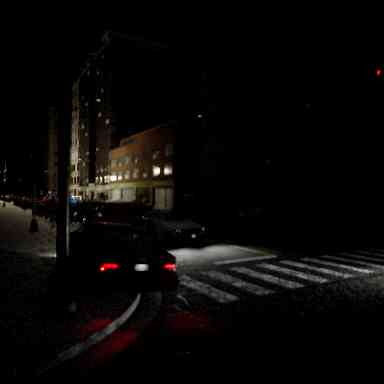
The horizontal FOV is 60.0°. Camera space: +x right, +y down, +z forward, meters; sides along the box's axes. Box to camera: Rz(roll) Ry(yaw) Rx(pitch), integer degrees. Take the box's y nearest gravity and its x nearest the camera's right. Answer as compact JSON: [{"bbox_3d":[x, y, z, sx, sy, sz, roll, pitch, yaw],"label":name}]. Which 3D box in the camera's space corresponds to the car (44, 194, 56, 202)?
[{"bbox_3d":[-35.111,1.556,82.176,2.192,1.841,5.009,1,-1,-31],"label":"car"}]

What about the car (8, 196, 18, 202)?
[{"bbox_3d":[-41.879,1.678,77.834,1.752,1.417,4.829,1,-1,-31],"label":"car"}]

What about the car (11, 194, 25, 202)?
[{"bbox_3d":[-30.102,1.438,58.612,2.192,1.841,5.009,1,-1,-31],"label":"car"}]

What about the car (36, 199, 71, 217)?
[{"bbox_3d":[-12.309,1.617,29.557,1.887,1.381,4.507,1,-1,-31],"label":"car"}]

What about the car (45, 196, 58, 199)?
[{"bbox_3d":[-19.045,1.599,45.614,1.994,1.385,4.181,1,0,-31],"label":"car"}]

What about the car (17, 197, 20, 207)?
[{"bbox_3d":[-24.173,1.689,48.926,1.802,1.307,4.206,1,-1,-31],"label":"car"}]

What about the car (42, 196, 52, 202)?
[{"bbox_3d":[-38.079,1.830,87.018,1.802,1.307,4.206,1,-1,-31],"label":"car"}]

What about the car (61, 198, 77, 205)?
[{"bbox_3d":[-23.252,1.762,62.802,2.008,1.369,4.403,1,-1,-31],"label":"car"}]

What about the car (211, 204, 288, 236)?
[{"bbox_3d":[3.349,1.657,19.359,1.752,1.417,4.829,1,-1,-31],"label":"car"}]

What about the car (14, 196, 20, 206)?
[{"bbox_3d":[-27.139,1.681,53.768,1.947,1.339,4.313,1,-1,-31],"label":"car"}]

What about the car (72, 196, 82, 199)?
[{"bbox_3d":[-17.320,1.635,53.117,1.967,1.590,4.097,1,-1,-31],"label":"car"}]

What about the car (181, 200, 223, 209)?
[{"bbox_3d":[0.474,1.456,24.059,2.192,1.841,5.009,1,-1,-31],"label":"car"}]

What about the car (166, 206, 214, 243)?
[{"bbox_3d":[-1.139,1.597,16.177,1.812,1.442,4.674,1,0,-31],"label":"car"}]

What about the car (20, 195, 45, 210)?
[{"bbox_3d":[-21.206,1.538,44.085,1.967,1.590,4.097,1,-1,-31],"label":"car"}]

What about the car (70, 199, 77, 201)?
[{"bbox_3d":[-10.210,1.647,30.997,2.033,1.411,5.357,1,0,-31],"label":"car"}]

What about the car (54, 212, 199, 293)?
[{"bbox_3d":[-2.122,1.482,8.518,2.033,1.411,5.357,7,-3,-28],"label":"car"}]

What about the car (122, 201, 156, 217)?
[{"bbox_3d":[-5.459,1.705,33.743,1.887,1.381,4.507,1,-1,-31],"label":"car"}]

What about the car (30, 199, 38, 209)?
[{"bbox_3d":[-15.275,1.663,34.399,1.802,1.307,4.206,1,-1,-31],"label":"car"}]

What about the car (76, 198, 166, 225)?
[{"bbox_3d":[-3.409,1.359,15.032,2.192,1.841,5.009,1,-1,-31],"label":"car"}]

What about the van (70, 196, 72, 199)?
[{"bbox_3d":[-20.284,1.544,57.960,1.690,1.788,3.998,1,-1,-31],"label":"van"}]

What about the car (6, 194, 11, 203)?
[{"bbox_3d":[-39.000,1.461,73.139,2.192,1.841,5.009,1,-1,-31],"label":"car"}]

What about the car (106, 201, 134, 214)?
[{"bbox_3d":[-8.425,1.751,38.586,1.802,1.307,4.206,1,-1,-31],"label":"car"}]

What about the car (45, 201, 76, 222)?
[{"bbox_3d":[-9.343,1.629,24.715,1.947,1.339,4.313,1,-1,-31],"label":"car"}]
